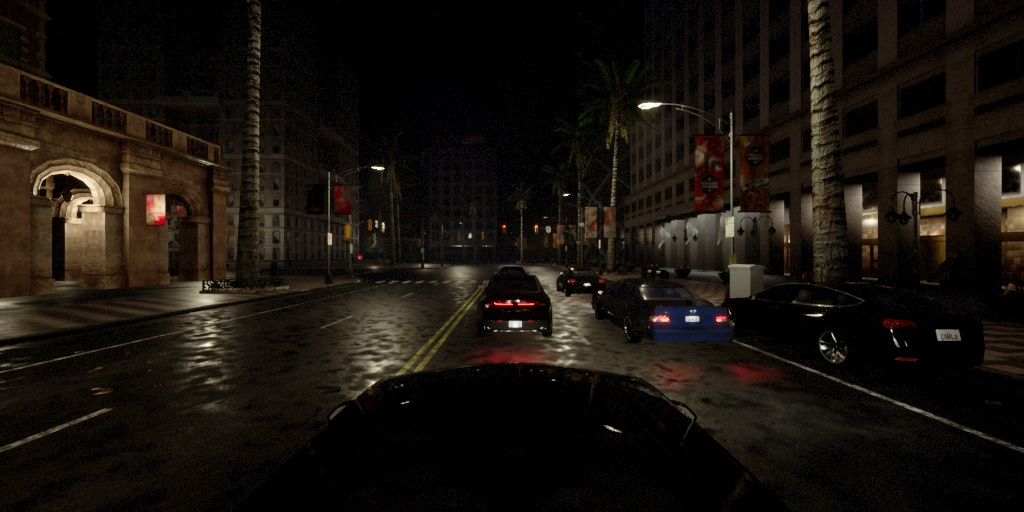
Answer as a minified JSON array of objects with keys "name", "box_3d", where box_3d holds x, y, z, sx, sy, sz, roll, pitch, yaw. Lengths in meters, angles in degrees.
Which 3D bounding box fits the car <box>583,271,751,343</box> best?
[{"name":"car","box_3d":[3.563,1.297,9.628,2.033,1.411,5.357,0,0,0]}]

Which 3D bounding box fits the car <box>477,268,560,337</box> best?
[{"name":"car","box_3d":[0.053,1.254,10.328,1.837,1.490,4.892,0,0,-1]}]

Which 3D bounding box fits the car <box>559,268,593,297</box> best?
[{"name":"car","box_3d":[3.519,1.314,18.871,1.994,1.385,4.181,0,0,0]}]

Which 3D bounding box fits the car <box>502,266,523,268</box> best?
[{"name":"car","box_3d":[0.016,1.276,19.275,1.812,1.442,4.674,0,0,-2]}]
